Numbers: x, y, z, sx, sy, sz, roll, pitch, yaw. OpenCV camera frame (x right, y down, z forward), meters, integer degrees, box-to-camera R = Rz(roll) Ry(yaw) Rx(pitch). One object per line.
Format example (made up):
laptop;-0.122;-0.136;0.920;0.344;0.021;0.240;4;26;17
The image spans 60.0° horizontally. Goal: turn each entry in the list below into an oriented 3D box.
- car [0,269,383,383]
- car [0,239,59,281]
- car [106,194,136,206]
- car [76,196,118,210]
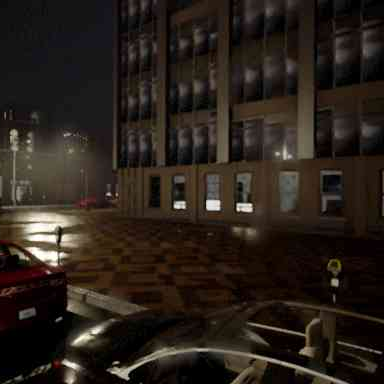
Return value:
car;0.617;1.540;2.442;4.403;1.369;2.008;1;0;36
car;-4.010;1.462;5.756;4.507;1.381;1.887;1;0;36
car;-10.693;1.159;50.090;1.967;1.590;4.097;0;0;36
car;-10.511;1.305;36.184;1.802;1.307;4.206;0;0;36
